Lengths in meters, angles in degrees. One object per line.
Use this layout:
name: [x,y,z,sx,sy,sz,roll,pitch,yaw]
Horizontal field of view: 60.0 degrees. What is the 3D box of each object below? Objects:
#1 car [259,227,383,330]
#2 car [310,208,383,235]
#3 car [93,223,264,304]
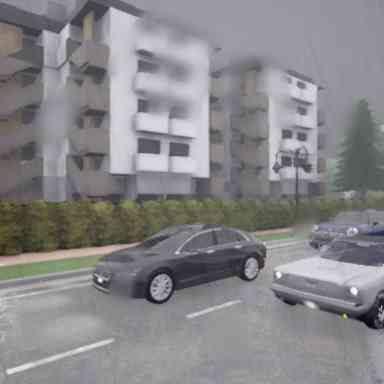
car: [3.791,1.690,7.253,4.718,1.301,1.895,0,-1,-39]
car: [7.028,1.523,14.164,4.553,1.767,2.097,0,-1,-36]
car: [-0.064,1.623,8.576,4.892,1.490,1.837,0,-1,-40]
